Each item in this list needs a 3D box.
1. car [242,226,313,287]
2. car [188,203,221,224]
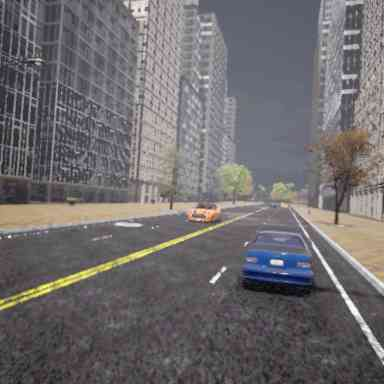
[{"bbox_3d":[2.703,1.800,10.362,2.033,1.411,5.357,3,-1,16],"label":"car"},{"bbox_3d":[1.161,1.733,29.193,2.097,1.767,4.553,3,-1,16],"label":"car"}]
